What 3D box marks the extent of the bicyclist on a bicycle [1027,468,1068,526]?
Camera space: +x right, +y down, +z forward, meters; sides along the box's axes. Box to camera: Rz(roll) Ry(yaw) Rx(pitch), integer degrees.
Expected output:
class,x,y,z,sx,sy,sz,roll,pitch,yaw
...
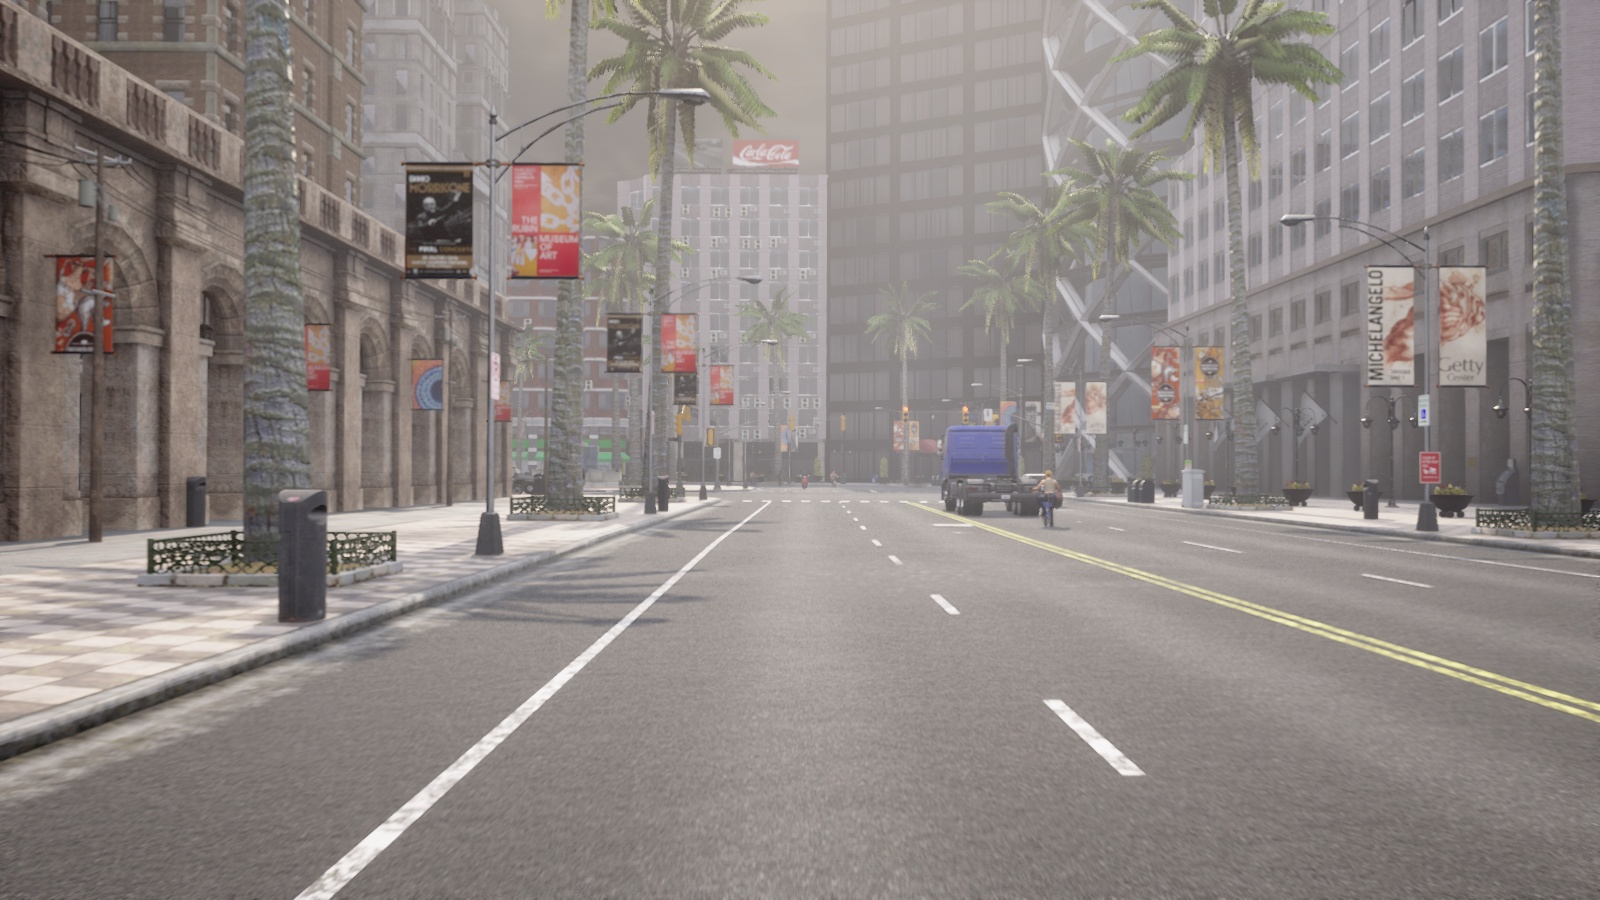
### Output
class,x,y,z,sx,sy,sz,roll,pitch,yaw
bicyclist on a bicycle,7.018,1.321,35.689,0.866,1.612,1.509,0,-1,1

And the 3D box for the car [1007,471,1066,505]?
class,x,y,z,sx,sy,sz,roll,pitch,yaw
car,10.712,1.694,57.129,1.970,1.475,3.806,0,-1,1

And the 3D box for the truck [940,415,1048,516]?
class,x,y,z,sx,sy,sz,roll,pitch,yaw
truck,7.125,0.597,47.334,2.891,3.462,7.936,0,-1,0

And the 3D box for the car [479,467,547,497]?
class,x,y,z,sx,sy,sz,roll,pitch,yaw
car,-18.037,2.006,79.062,3.866,1.878,1.905,0,-1,1
